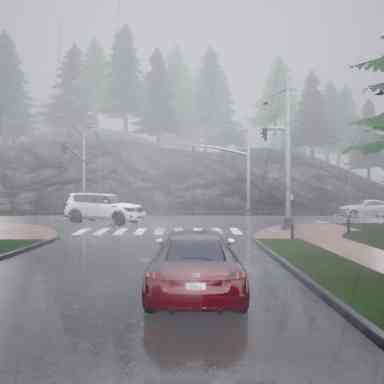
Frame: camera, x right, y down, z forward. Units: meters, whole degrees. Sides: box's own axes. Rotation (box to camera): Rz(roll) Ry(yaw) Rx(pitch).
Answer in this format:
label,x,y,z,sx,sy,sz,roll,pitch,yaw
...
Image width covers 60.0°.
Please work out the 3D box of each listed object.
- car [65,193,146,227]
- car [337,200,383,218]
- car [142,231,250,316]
label,x,y,z,sx,sy,sz,roll,pitch,yaw
car,-5.814,1.094,22.236,5.566,2.045,2.150,1,0,20
car,14.352,1.363,27.158,4.674,1.442,1.812,0,0,0
car,0.078,1.564,7.625,1.994,1.385,4.181,0,0,0
